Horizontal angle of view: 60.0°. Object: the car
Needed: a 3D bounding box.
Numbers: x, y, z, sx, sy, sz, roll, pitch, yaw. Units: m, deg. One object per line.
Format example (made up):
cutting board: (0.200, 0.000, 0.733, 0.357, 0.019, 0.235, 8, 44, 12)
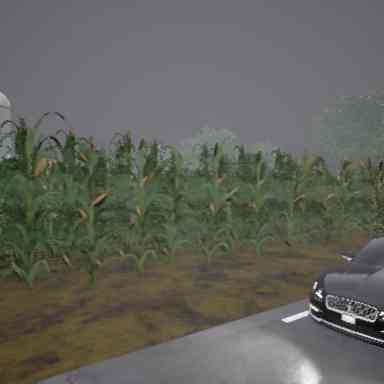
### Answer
car: (4.144, 1.501, 6.005, 4.892, 1.490, 1.837, 0, 0, -35)
